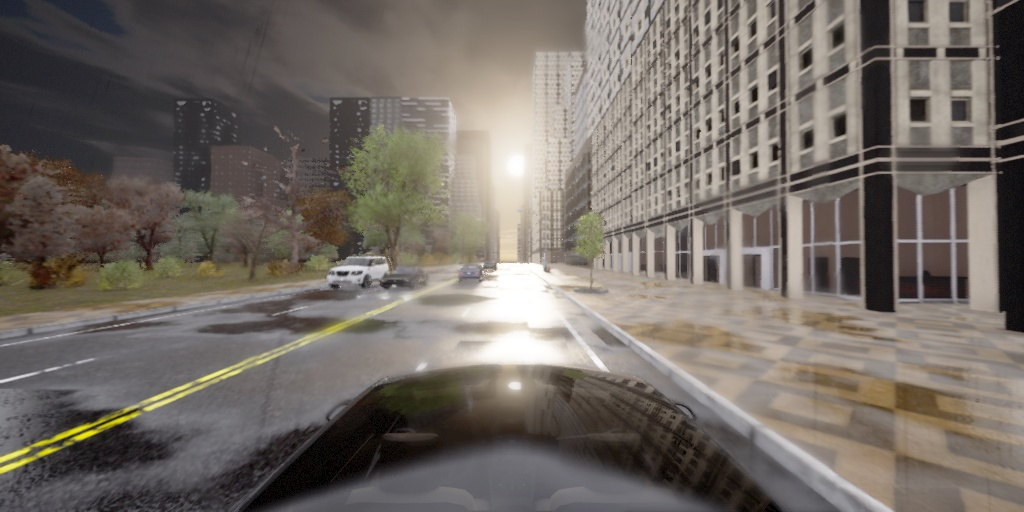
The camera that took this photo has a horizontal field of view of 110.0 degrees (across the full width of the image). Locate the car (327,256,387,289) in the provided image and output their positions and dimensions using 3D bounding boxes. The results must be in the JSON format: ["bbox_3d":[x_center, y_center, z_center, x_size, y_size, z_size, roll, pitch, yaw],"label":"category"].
[{"bbox_3d":[-9.830,1.010,23.493,2.150,2.045,5.566,0,0,0],"label":"car"}]

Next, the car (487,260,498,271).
[{"bbox_3d":[-3.176,1.394,53.249,2.128,1.511,4.902,0,0,0],"label":"car"}]

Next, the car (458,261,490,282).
[{"bbox_3d":[-3.164,1.350,29.088,2.033,1.411,5.357,0,0,0],"label":"car"}]

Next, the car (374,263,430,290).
[{"bbox_3d":[-6.584,1.332,22.787,2.033,1.411,5.357,0,0,0],"label":"car"}]
